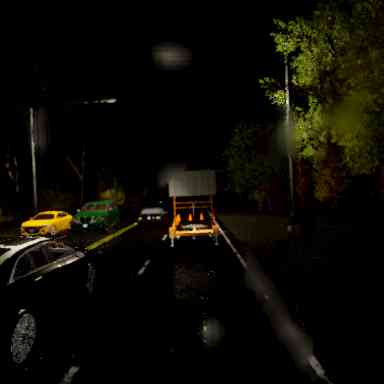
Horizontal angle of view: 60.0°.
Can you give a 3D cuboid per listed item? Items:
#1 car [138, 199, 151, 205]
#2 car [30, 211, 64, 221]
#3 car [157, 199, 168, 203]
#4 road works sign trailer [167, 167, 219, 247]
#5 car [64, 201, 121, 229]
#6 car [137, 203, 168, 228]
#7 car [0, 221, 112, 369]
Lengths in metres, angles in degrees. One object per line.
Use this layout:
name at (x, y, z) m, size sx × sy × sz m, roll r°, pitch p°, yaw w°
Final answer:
car at (-9.035, 2.183, 63.938) m, size 1.882 × 1.535 × 5.008 m, roll -2°, pitch 0°, yaw 2°
car at (-9.699, 2.084, 22.654) m, size 1.882 × 1.535 × 5.008 m, roll -2°, pitch 0°, yaw 1°
car at (-5.789, 2.131, 63.933) m, size 1.994 × 1.385 × 4.181 m, roll -2°, pitch 0°, yaw 2°
road works sign trailer at (0.063, 0.625, 16.338) m, size 2.380 × 3.560 × 2.880 m, roll -2°, pitch 0°, yaw 1°
car at (-6.461, 1.690, 22.910) m, size 2.150 × 2.045 × 5.566 m, roll -2°, pitch 0°, yaw 1°
car at (-2.943, 1.875, 25.404) m, size 2.033 × 1.411 × 5.357 m, roll -2°, pitch 0°, yaw 0°
car at (-3.100, 1.526, 5.756) m, size 2.128 × 1.511 × 4.902 m, roll 0°, pitch 0°, yaw 0°
